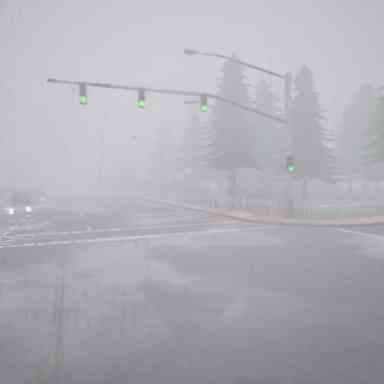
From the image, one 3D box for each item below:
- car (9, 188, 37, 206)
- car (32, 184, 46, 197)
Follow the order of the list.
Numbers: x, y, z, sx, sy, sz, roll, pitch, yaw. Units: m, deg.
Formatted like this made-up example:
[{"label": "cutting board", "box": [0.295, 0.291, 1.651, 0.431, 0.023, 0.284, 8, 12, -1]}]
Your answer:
[{"label": "car", "box": [-17.705, 0.620, 34.646, 1.837, 1.490, 4.892, -2, 2, -21]}, {"label": "car", "box": [-25.529, -0.208, 55.132, 2.150, 2.045, 5.566, -2, 3, -21]}]
